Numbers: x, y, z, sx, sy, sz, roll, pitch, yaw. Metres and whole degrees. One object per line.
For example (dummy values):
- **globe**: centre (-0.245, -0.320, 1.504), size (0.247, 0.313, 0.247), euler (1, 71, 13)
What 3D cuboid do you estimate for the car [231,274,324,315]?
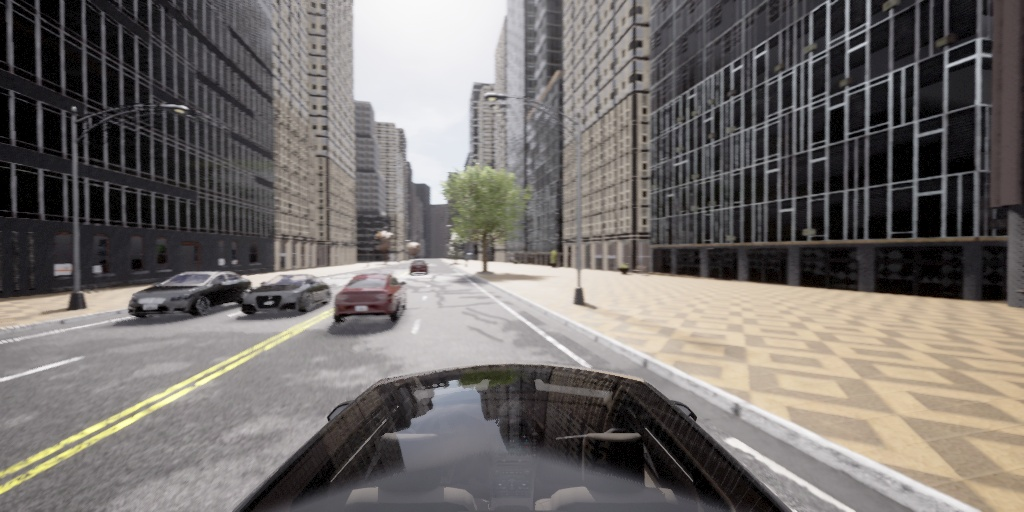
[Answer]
- **car**: centre (-8.587, 1.395, 14.029), size (1.994, 1.385, 4.181), euler (0, 0, -12)

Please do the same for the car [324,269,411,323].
- **car**: centre (-4.732, 1.327, 12.407), size (1.812, 1.442, 4.674), euler (0, 0, -12)

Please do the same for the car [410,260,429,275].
- **car**: centre (-11.077, 1.254, 42.940), size (2.097, 1.767, 4.553), euler (0, 0, -12)

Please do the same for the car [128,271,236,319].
- **car**: centre (-11.825, 1.344, 13.640), size (2.128, 1.511, 4.902), euler (0, 0, -12)
